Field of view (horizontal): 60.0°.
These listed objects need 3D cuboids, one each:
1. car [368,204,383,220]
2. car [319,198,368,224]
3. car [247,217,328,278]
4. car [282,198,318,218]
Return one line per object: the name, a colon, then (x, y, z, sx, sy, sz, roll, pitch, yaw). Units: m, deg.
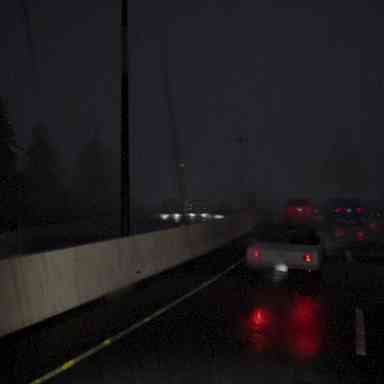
car: (16.665, 1.816, 31.172, 1.812, 1.442, 4.674, 0, -1, 11)
car: (12.316, 1.496, 27.461, 2.150, 2.045, 5.566, -1, -1, 13)
car: (3.223, 1.720, 10.717, 1.895, 1.301, 4.718, -1, -1, 23)
car: (8.962, 1.528, 28.286, 2.150, 2.045, 5.566, 0, -1, 13)
